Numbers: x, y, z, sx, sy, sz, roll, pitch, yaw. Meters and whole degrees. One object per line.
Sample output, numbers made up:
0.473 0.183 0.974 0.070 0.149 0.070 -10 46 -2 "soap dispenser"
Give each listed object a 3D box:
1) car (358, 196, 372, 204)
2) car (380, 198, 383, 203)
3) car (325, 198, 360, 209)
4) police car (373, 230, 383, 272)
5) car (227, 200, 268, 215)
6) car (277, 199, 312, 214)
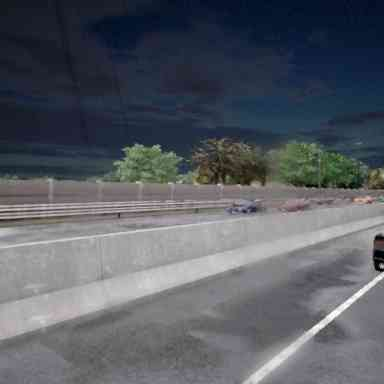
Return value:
32.952 1.477 64.011 2.097 1.767 4.553 0 0 42 "car"
37.763 1.657 64.159 1.812 1.442 4.674 0 0 42 "car"
14.726 1.540 33.066 1.994 1.385 4.181 0 0 42 "car"
6.898 1.385 9.852 1.930 1.638 5.238 0 0 42 "police car"
5.674 1.527 33.412 2.033 1.411 5.357 0 0 42 "car"
10.342 1.456 33.398 1.882 1.535 5.008 0 0 42 "car"
